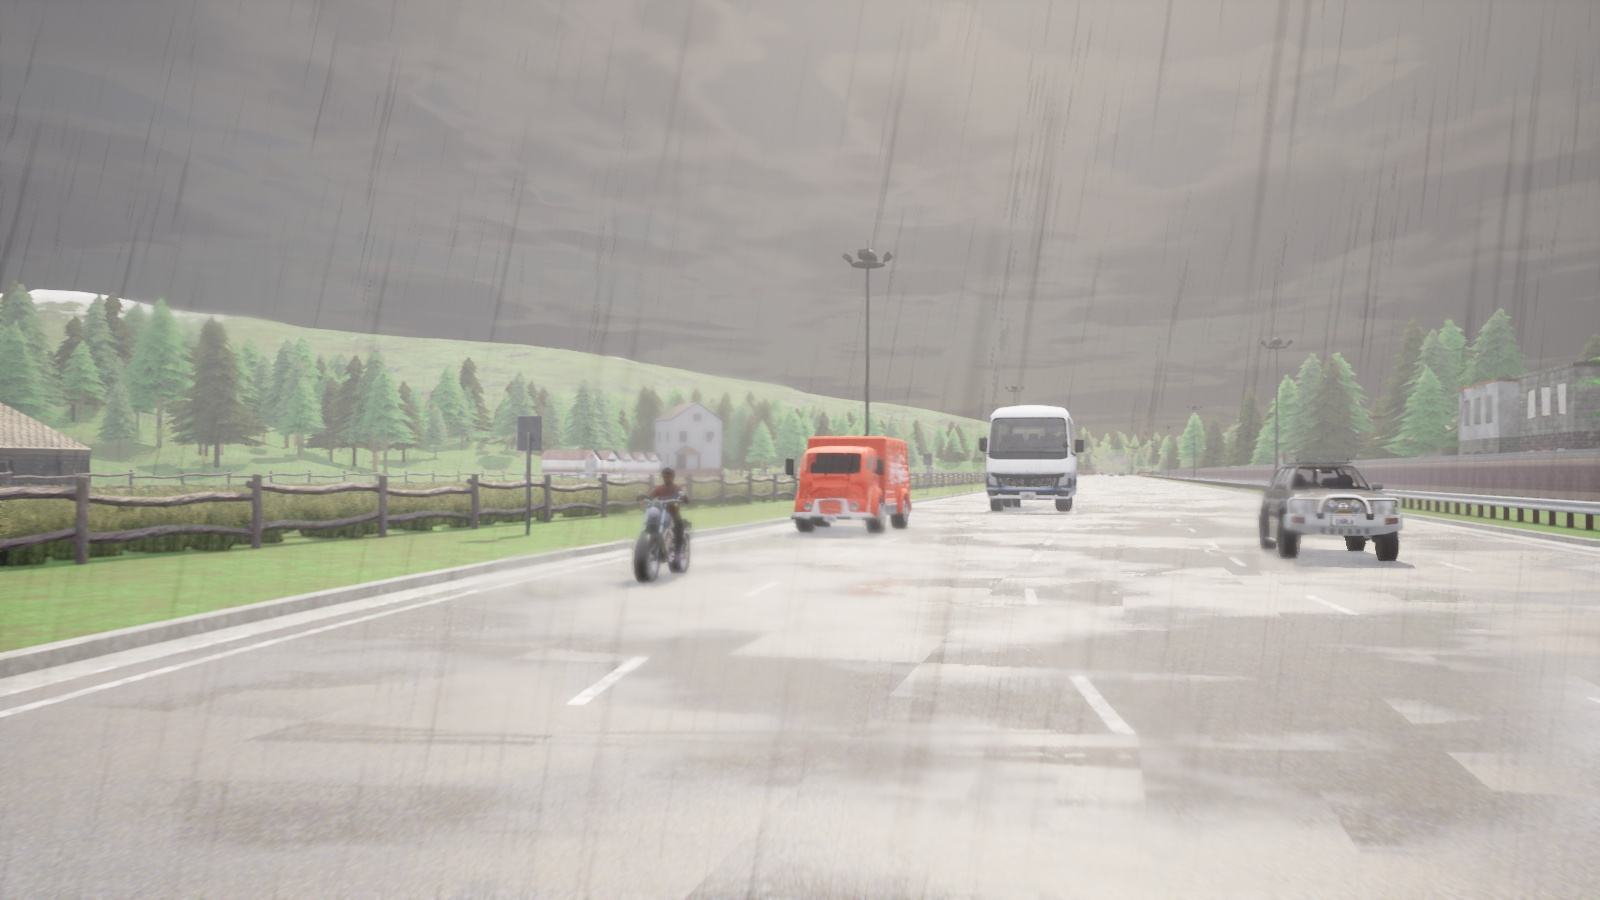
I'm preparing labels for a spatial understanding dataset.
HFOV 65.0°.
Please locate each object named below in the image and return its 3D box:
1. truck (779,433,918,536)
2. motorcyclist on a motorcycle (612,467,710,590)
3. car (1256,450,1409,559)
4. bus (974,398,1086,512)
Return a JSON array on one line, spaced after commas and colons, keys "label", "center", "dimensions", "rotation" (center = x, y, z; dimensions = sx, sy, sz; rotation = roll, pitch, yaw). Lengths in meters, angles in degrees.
[{"label": "truck", "center": [1.395, 0.876, 33.005], "dimensions": [2.627, 2.467, 5.204], "rotation": [0, -1, 14]}, {"label": "motorcyclist on a motorcycle", "center": [-1.966, 1.076, 18.160], "dimensions": [0.766, 1.649, 2.350], "rotation": [0, -1, 10]}, {"label": "car", "center": [9.947, 0.999, 23.814], "dimensions": [1.932, 1.855, 4.605], "rotation": [0, -2, 14]}, {"label": "bus", "center": [9.821, 0.284, 52.494], "dimensions": [3.944, 4.253, 10.273], "rotation": [0, -1, 14]}]
